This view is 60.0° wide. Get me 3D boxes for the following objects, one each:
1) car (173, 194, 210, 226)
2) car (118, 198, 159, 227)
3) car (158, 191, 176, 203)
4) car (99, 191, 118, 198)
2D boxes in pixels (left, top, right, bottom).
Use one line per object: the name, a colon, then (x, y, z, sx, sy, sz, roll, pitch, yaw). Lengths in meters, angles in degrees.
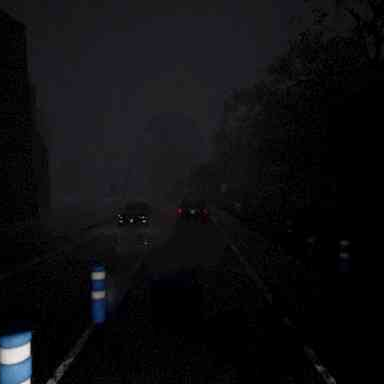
car: (0.022, 1.176, 21.862, 2.097, 1.767, 4.553, 0, 1, -1)
car: (-3.427, 1.344, 21.118, 1.837, 1.490, 4.892, 0, 0, -1)
car: (-3.341, 0.596, 45.539, 1.882, 1.535, 5.008, -2, 2, -18)
car: (-15.876, 0.438, 63.158, 2.033, 1.411, 5.357, -5, 3, -36)
